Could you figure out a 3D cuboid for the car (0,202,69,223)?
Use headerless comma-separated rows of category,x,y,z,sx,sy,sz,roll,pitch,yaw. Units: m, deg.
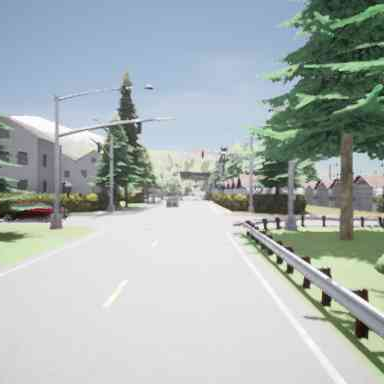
car,-11.895,1.466,25.181,5.008,1.535,1.882,0,0,1

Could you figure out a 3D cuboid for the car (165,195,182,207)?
car,-3.011,1.599,51.918,1.837,1.490,4.892,0,0,1
